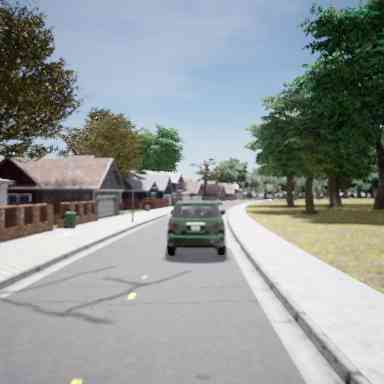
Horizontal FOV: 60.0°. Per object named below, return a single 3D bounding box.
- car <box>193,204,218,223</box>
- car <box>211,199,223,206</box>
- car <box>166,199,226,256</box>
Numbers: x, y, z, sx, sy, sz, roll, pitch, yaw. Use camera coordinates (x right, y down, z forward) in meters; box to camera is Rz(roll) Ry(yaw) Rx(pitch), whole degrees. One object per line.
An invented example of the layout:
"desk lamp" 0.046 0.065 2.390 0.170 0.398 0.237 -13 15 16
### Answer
"car" 1.229 1.830 29.084 1.994 1.385 4.181 0 0 5
"car" 5.462 2.216 72.408 1.895 1.301 4.718 0 0 13
"car" 0.232 1.347 13.923 2.150 2.045 5.566 0 0 2
